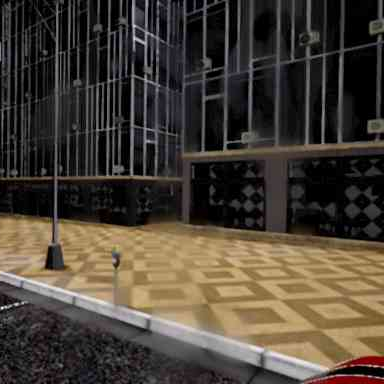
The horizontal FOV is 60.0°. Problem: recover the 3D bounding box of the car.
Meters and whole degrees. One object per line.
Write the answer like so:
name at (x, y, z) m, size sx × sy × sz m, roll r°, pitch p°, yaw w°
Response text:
car at (2.119, 1.443, 1.142) m, size 4.097 × 1.590 × 1.967 m, roll 0°, pitch 1°, yaw 36°
